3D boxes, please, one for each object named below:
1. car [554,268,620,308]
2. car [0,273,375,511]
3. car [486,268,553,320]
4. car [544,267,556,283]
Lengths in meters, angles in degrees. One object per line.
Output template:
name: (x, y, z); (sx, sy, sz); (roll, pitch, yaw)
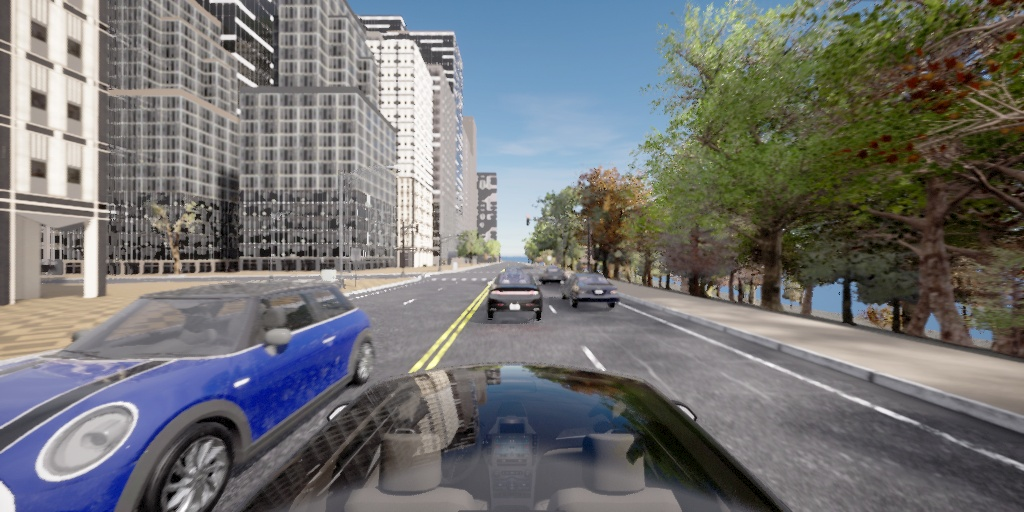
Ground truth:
car: (3.348, 1.461, 16.304); (2.033, 1.411, 5.357); (0, -1, 0)
car: (-3.337, 1.127, 4.057); (2.097, 1.767, 4.553); (0, -1, 0)
car: (0.093, 1.372, 13.324); (2.128, 1.511, 4.902); (0, -1, 0)
car: (3.348, 1.631, 29.748); (1.994, 1.385, 4.181); (0, -1, 0)
